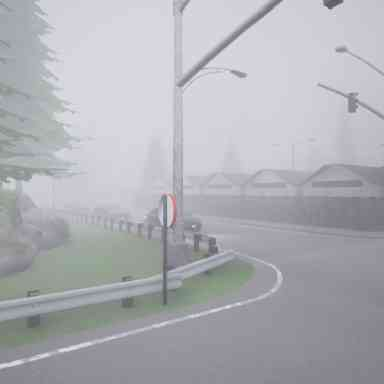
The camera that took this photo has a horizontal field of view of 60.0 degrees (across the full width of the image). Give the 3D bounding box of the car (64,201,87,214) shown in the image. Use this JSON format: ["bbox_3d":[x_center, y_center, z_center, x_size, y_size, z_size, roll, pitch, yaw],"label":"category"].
[{"bbox_3d":[-13.122,1.738,37.707,2.033,1.411,5.357,0,0,-33],"label":"car"}]

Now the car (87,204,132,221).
[{"bbox_3d":[-7.115,1.739,29.029,2.033,1.411,5.357,0,0,-35],"label":"car"}]

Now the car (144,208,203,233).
[{"bbox_3d":[-1.271,1.698,20.636,1.837,1.490,4.892,0,0,-35],"label":"car"}]
